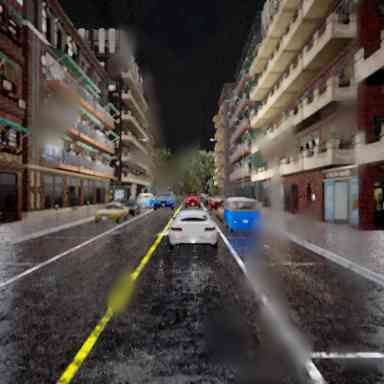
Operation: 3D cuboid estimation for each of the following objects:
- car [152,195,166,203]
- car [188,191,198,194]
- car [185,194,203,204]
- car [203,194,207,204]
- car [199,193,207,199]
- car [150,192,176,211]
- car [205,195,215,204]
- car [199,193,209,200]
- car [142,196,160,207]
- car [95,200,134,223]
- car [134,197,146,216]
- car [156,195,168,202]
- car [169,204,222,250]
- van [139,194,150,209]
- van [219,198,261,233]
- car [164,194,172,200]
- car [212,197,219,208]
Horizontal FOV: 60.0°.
[{"bbox_3d":[-5.675,1.202,57.593,2.008,1.369,4.403,1,0,0],"label":"car"},{"bbox_3d":[0.108,0.854,59.784,2.150,2.045,5.566,0,0,0],"label":"car"},{"bbox_3d":[0.105,1.270,42.025,1.812,1.442,4.674,0,0,0],"label":"car"},{"bbox_3d":[2.671,1.284,46.411,1.947,1.339,4.313,1,0,0],"label":"car"},{"bbox_3d":[2.845,1.034,85.407,2.008,1.369,4.403,1,0,0],"label":"car"},{"bbox_3d":[-2.997,0.990,37.397,2.150,2.045,5.566,0,0,0],"label":"car"},{"bbox_3d":[2.683,1.330,35.269,1.887,1.381,4.507,1,0,0],"label":"car"},{"bbox_3d":[2.844,1.068,79.837,2.008,1.369,4.403,1,0,0],"label":"car"},{"bbox_3d":[-5.676,1.269,46.450,2.008,1.369,4.403,1,0,0],"label":"car"},{"bbox_3d":[-5.677,1.379,23.996,1.752,1.417,4.829,1,0,0],"label":"car"},{"bbox_3d":[-5.677,1.385,29.738,1.947,1.339,4.313,1,0,0],"label":"car"},{"bbox_3d":[-5.675,1.199,63.164,1.802,1.307,4.206,1,0,0],"label":"car"},{"bbox_3d":[0.033,1.441,13.797,1.812,1.442,4.674,0,0,0],"label":"car"},{"bbox_3d":[-5.674,1.093,40.879,1.690,1.788,3.998,1,0,0],"label":"van"},{"bbox_3d":[2.708,1.227,18.554,1.690,1.788,3.998,1,0,0],"label":"van"},{"bbox_3d":[-5.762,1.096,80.280,1.802,1.307,4.206,1,0,0],"label":"car"},{"bbox_3d":[2.710,1.377,24.296,1.752,1.417,4.829,1,0,0],"label":"car"}]
